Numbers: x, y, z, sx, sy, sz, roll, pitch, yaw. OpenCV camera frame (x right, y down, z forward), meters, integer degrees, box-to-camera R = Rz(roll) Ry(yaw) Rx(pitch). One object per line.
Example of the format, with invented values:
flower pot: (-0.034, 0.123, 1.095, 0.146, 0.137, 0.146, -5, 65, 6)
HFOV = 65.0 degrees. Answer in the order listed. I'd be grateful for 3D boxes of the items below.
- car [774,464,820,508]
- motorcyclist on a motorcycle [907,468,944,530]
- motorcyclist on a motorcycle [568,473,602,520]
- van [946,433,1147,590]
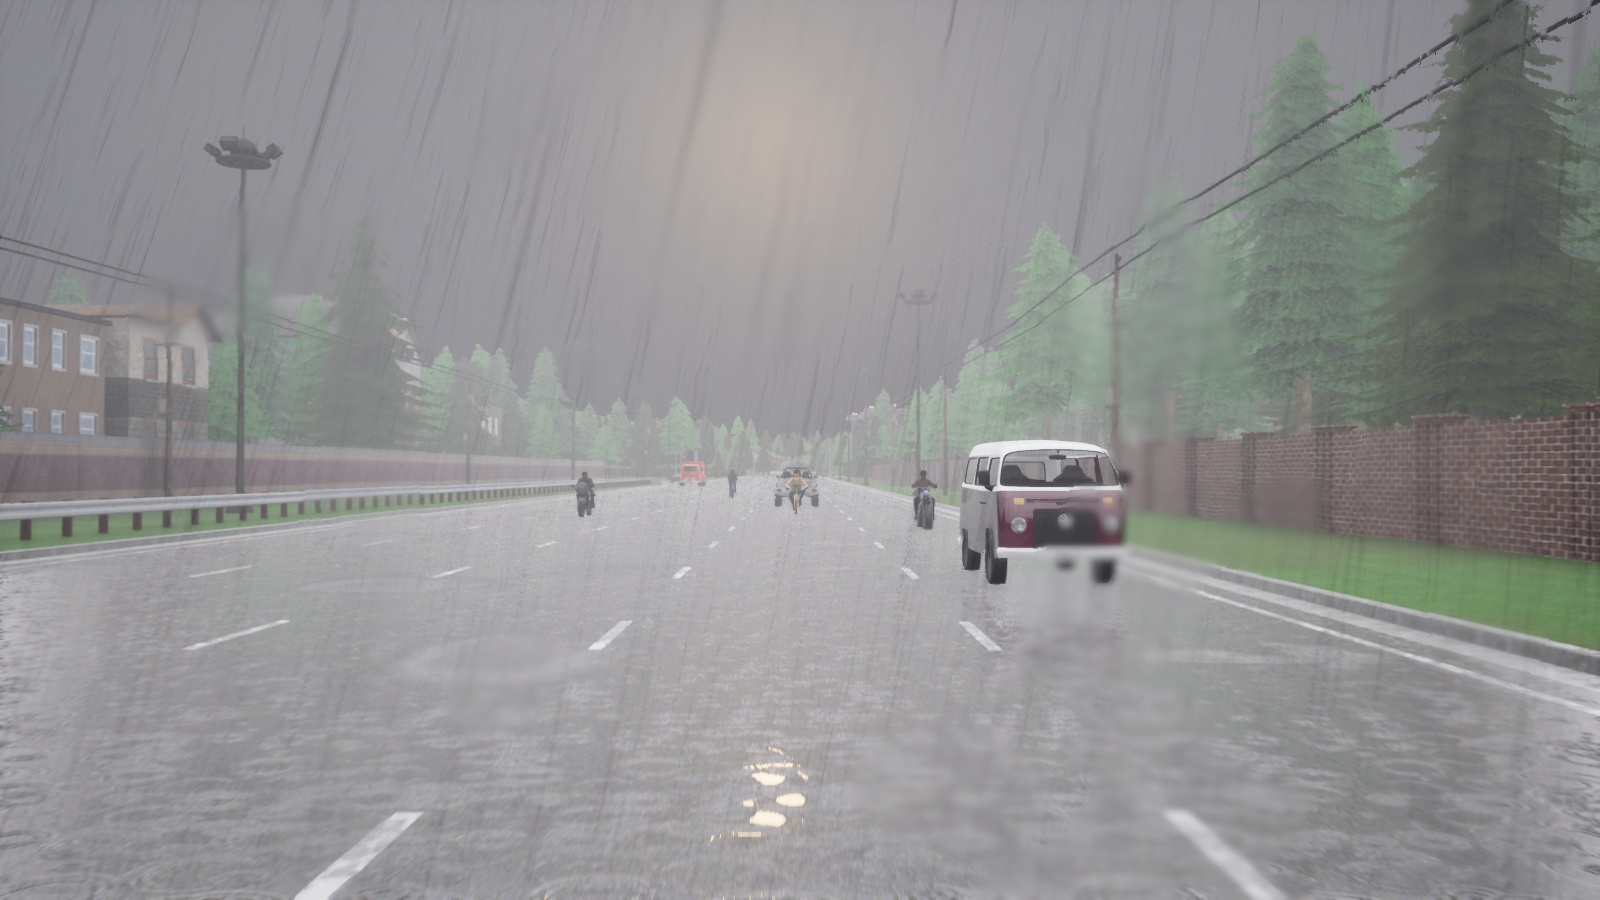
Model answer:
car: (-0.134, 1.563, 55.578, 1.932, 1.855, 4.605, 0, -1, 0)
motorcyclist on a motorcycle: (3.417, 1.326, 34.395, 0.766, 1.649, 2.350, 0, -1, 0)
motorcyclist on a motorcycle: (-7.100, 1.521, 41.575, 0.797, 1.523, 2.044, 0, -1, 0)
van: (3.454, 0.834, 18.531, 2.069, 2.038, 4.480, 0, -1, 0)
